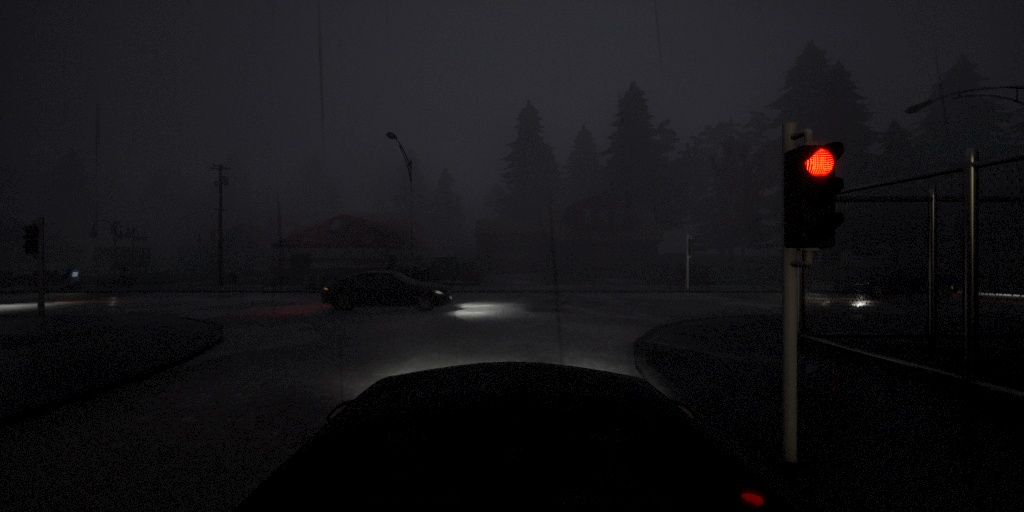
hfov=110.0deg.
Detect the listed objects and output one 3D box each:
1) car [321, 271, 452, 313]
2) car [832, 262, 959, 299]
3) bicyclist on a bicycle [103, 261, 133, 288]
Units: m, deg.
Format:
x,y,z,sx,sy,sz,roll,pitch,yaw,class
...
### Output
x,y,z,sx,sy,sz,roll,pitch,yaw,class
-4.630,1.276,13.443,4.674,1.442,1.812,0,0,0,car
18.727,1.228,17.646,5.008,1.535,1.882,0,0,0,car
-23.979,1.098,21.830,0.582,1.620,1.656,0,0,0,bicyclist on a bicycle
